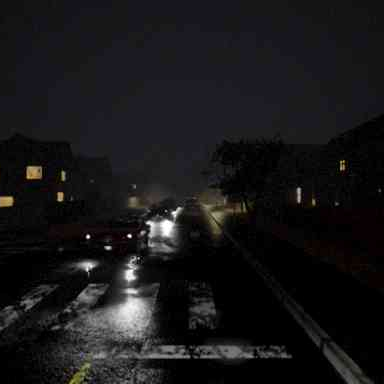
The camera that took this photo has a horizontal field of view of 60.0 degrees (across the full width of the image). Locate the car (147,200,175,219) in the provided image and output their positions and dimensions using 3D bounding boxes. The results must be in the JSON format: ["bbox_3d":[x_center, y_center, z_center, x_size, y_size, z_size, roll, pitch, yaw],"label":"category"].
[{"bbox_3d":[-2.887,1.674,30.088,1.895,1.301,4.718,0,0,0],"label":"car"}]

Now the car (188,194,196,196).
[{"bbox_3d":[0.009,1.507,68.195,2.150,2.045,5.566,0,0,0],"label":"car"}]

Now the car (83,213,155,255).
[{"bbox_3d":[-2.876,1.692,13.661,1.895,1.301,4.718,-1,-2,0],"label":"car"}]

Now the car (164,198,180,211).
[{"bbox_3d":[-2.899,1.602,42.271,1.882,1.535,5.008,0,0,0],"label":"car"}]

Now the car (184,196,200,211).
[{"bbox_3d":[0.043,1.636,43.628,1.837,1.490,4.892,0,0,0],"label":"car"}]
